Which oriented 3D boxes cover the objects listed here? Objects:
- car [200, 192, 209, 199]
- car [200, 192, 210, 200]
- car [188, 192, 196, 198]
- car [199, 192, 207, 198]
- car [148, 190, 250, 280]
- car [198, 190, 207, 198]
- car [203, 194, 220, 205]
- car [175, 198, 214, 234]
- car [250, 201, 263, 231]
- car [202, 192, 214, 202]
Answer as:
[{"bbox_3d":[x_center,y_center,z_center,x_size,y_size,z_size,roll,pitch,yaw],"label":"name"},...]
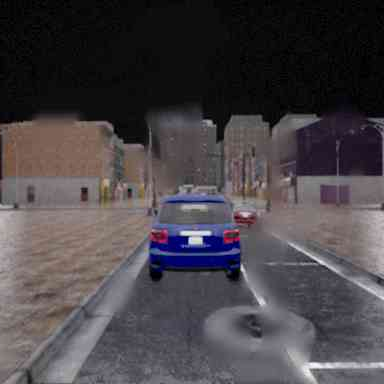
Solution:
[{"bbox_3d":[2.604,0.713,72.513,1.752,1.417,4.829,1,0,0],"label":"car"},{"bbox_3d":[2.607,0.790,66.906,1.947,1.339,4.313,1,0,0],"label":"car"},{"bbox_3d":[-0.053,0.663,75.255,1.837,1.490,4.892,0,0,0],"label":"car"},{"bbox_3d":[2.600,0.680,77.951,1.752,1.417,4.829,1,0,0],"label":"car"},{"bbox_3d":[0.044,1.074,9.649,2.150,2.045,5.566,0,1,-1],"label":"car"},{"bbox_3d":[2.600,0.442,83.218,2.192,1.841,5.009,1,0,0],"label":"car"},{"bbox_3d":[2.624,0.970,45.157,1.947,1.339,4.313,1,1,0],"label":"car"},{"bbox_3d":[0.085,1.205,18.592,1.882,1.535,5.008,0,1,-1],"label":"car"},{"bbox_3d":[2.649,1.170,18.410,1.967,1.590,4.097,2,1,0],"label":"car"},{"bbox_3d":[2.617,0.829,56.200,1.752,1.417,4.829,1,0,0],"label":"car"}]
